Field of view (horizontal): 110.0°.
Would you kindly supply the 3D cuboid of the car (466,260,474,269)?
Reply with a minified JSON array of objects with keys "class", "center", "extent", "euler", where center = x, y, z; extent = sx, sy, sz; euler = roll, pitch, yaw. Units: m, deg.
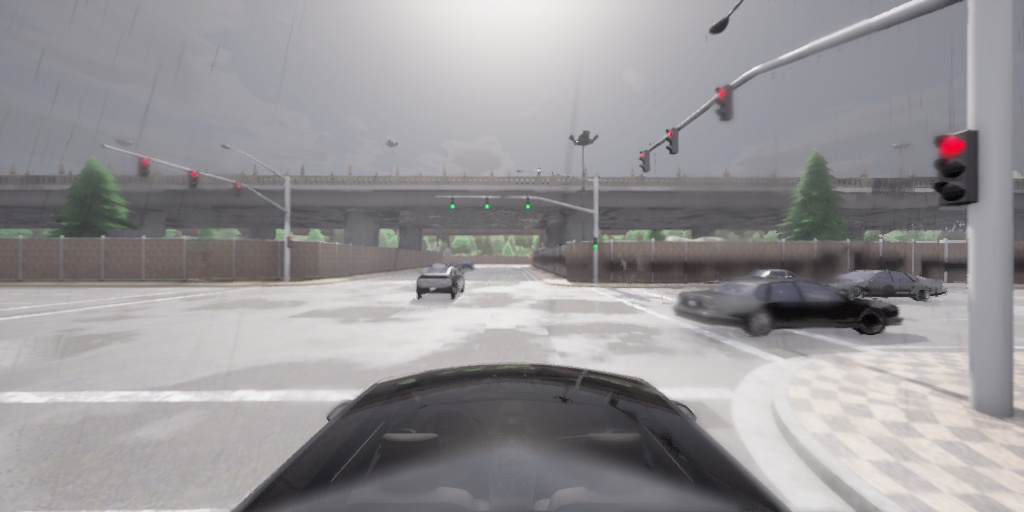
[{"class":"car","center":[-7.433,1.463,59.845],"extent":[1.882,1.535,5.008],"euler":[0,0,0]}]

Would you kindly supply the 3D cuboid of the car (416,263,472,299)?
[{"class":"car","center":[-3.522,1.274,18.284],"extent":[2.128,1.511,4.902],"euler":[0,0,0]}]

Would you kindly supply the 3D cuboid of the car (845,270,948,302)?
[{"class":"car","center":[16.813,1.350,16.720],"extent":[5.357,1.411,2.033],"euler":[0,0,0]}]

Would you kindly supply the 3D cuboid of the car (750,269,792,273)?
[{"class":"car","center":[14.195,1.412,20.207],"extent":[4.718,1.301,1.895],"euler":[0,0,0]}]

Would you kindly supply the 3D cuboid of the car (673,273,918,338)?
[{"class":"car","center":[7.238,1.294,9.653],"extent":[5.357,1.411,2.033],"euler":[0,0,-5]}]

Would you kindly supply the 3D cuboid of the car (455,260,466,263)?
[{"class":"car","center":[-7.382,1.486,45.454],"extent":[1.994,1.385,4.181],"euler":[0,0,0]}]
